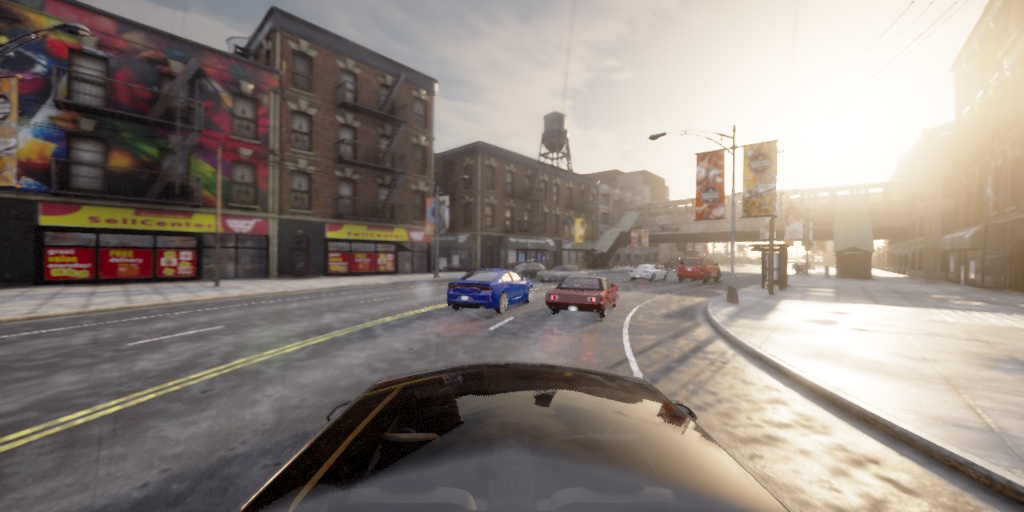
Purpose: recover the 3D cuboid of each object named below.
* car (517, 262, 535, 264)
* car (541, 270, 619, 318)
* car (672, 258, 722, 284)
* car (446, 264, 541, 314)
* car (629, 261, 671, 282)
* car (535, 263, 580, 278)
[{"bbox_3d":[1.049,1.277,29.605,1.837,1.490,4.892,0,0,40],"label":"car"},{"bbox_3d":[2.822,1.389,13.402,1.895,1.301,4.718,1,0,23],"label":"car"},{"bbox_3d":[15.533,1.169,29.739,2.150,2.045,5.566,1,0,42],"label":"car"},{"bbox_3d":[-0.623,1.224,13.934,1.882,1.535,5.008,0,0,22],"label":"car"},{"bbox_3d":[11.704,1.427,30.718,1.812,1.442,4.674,1,0,42],"label":"car"},{"bbox_3d":[3.921,1.407,27.608,1.895,1.301,4.718,1,0,41],"label":"car"}]
